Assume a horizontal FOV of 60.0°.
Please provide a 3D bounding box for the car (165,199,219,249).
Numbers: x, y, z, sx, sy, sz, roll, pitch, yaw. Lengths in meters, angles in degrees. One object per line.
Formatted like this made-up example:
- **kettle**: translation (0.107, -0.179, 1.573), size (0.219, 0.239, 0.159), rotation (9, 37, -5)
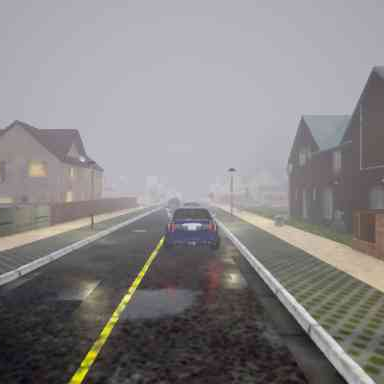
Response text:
- **car**: translation (0.000, 1.377, 14.622), size (2.097, 1.767, 4.553), rotation (0, 0, 0)

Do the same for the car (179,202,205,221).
- **car**: translation (0.000, 1.627, 29.653), size (2.033, 1.411, 5.357), rotation (0, 0, 0)
